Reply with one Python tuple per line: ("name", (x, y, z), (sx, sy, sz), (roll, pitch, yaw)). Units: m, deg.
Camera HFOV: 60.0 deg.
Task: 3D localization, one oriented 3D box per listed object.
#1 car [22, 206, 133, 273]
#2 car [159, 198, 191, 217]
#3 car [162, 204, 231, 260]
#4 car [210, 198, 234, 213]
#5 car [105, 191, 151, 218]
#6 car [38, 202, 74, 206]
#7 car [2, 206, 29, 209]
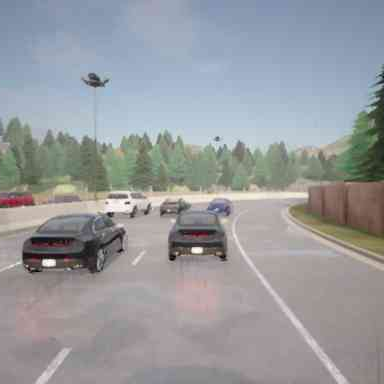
("car", (-3.316, 1.400, 10.257), (1.837, 1.490, 4.892), (0, 0, 1))
("car", (-1.278, 1.214, 27.688), (2.128, 1.511, 4.902), (0, 1, 11))
("car", (0.250, 1.385, 11.884), (1.837, 1.490, 4.892), (0, 1, 2))
("car", (2.521, 1.238, 28.758), (1.812, 1.442, 4.674), (0, 1, 13))
("car", (-5.040, 0.951, 26.911), (2.150, 2.045, 5.566), (0, 1, 11))
("car", (-11.720, 1.051, 29.865), (2.097, 1.767, 4.553), (0, 1, 13))
("car", (-18.193, 0.891, 33.101), (2.150, 2.045, 5.566), (0, 0, 13))
